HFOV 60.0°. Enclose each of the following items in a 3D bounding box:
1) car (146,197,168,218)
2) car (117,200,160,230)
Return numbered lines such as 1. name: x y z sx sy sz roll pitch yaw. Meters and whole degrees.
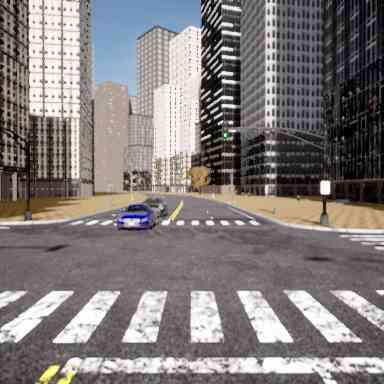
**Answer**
1. car: -3.258 1.225 28.477 2.097 1.767 4.553 0 0 0
2. car: -3.248 1.455 20.156 1.812 1.442 4.674 0 0 0
